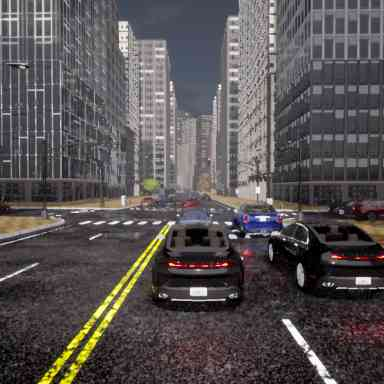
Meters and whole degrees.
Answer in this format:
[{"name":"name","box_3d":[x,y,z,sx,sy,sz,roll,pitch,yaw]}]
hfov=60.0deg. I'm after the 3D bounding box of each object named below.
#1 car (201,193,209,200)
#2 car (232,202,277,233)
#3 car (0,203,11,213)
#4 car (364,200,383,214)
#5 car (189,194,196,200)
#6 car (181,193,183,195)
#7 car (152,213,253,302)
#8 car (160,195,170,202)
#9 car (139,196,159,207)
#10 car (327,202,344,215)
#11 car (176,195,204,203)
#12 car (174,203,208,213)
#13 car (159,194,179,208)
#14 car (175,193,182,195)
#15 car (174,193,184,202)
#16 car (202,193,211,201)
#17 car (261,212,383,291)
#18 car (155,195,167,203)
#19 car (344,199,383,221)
[{"name":"car","box_3d":[3.496,1.098,89.732,2.097,1.767,4.553,0,0,0]},{"name":"car","box_3d":[3.398,1.342,18.044,2.097,1.767,4.553,0,0,0]},{"name":"car","box_3d":[-20.025,1.315,31.809,5.008,1.535,1.882,1,1,1]},{"name":"car","box_3d":[21.910,1.643,36.792,4.829,1.417,1.752,1,0,1]},{"name":"car","box_3d":[0.246,1.220,89.772,1.882,1.535,5.008,0,0,0]},{"name":"car","box_3d":[-3.089,1.469,67.446,1.812,1.442,4.674,0,0,1]},{"name":"car","box_3d":[0.120,1.501,8.255,1.837,1.490,4.892,0,0,0]},{"name":"car","box_3d":[-6.287,1.453,77.938,1.812,1.442,4.674,0,0,0]},{"name":"car","box_3d":[-6.454,1.491,49.059,1.812,1.442,4.674,0,0,2]},{"name":"car","box_3d":[16.521,1.618,34.301,4.892,1.490,1.837,1,1,1]},{"name":"car","box_3d":[-0.174,1.472,41.676,1.812,1.442,4.674,1,-1,13]},{"name":"car","box_3d":[0.149,1.538,17.810,2.033,1.411,5.357,0,0,0]},{"name":"car","box_3d":[-3.208,1.471,48.286,1.837,1.490,4.892,0,0,0]},{"name":"car","box_3d":[-3.176,1.460,57.625,1.837,1.490,4.892,0,0,0]},{"name":"car","box_3d":[-3.037,1.154,77.898,2.150,2.045,5.566,0,0,0]},{"name":"car","box_3d":[3.468,1.396,79.344,1.882,1.535,5.008,0,0,0]},{"name":"car","box_3d":[3.375,1.500,8.961,1.837,1.490,4.892,0,0,0]},{"name":"car","box_3d":[-6.333,1.420,67.668,1.882,1.535,5.008,0,0,0]},{"name":"car","box_3d":[16.279,1.520,28.521,5.009,1.841,2.192,1,0,1]}]
